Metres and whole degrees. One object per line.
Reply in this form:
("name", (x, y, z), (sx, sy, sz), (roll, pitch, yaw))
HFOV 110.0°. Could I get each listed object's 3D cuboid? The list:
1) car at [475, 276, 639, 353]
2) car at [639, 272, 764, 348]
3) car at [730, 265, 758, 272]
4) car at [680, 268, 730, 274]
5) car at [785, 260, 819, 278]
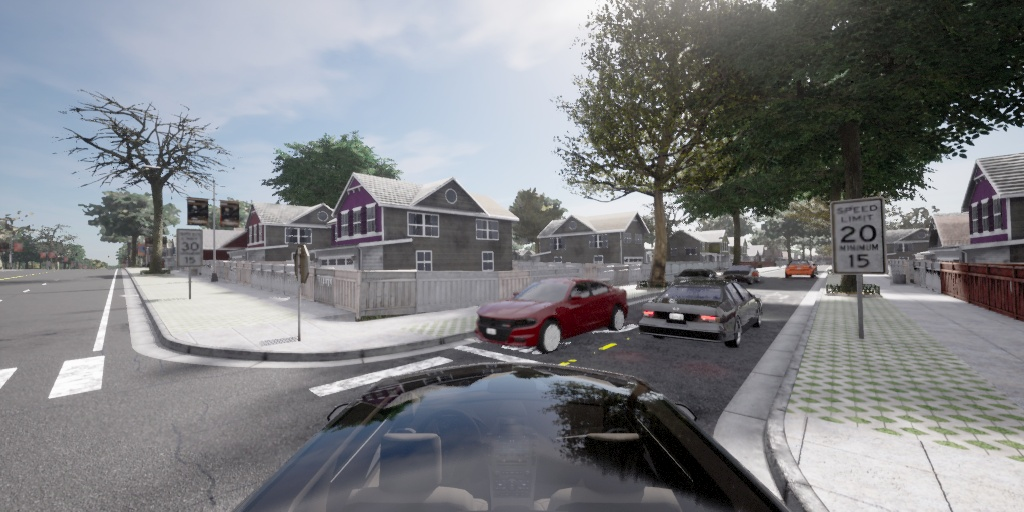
("car", (1.251, 1.311, 9.376), (1.882, 1.535, 5.008), (-2, -1, 43))
("car", (5.090, 1.301, 9.304), (2.033, 1.411, 5.357), (-2, -1, 42))
("car", (17.483, 1.386, 27.329), (2.033, 1.411, 5.357), (-2, -1, 42))
("car", (9.576, 1.360, 18.556), (1.812, 1.442, 4.674), (-2, -2, 42))
("car", (27.280, 1.134, 33.885), (2.097, 1.767, 4.553), (-2, -2, 42))
